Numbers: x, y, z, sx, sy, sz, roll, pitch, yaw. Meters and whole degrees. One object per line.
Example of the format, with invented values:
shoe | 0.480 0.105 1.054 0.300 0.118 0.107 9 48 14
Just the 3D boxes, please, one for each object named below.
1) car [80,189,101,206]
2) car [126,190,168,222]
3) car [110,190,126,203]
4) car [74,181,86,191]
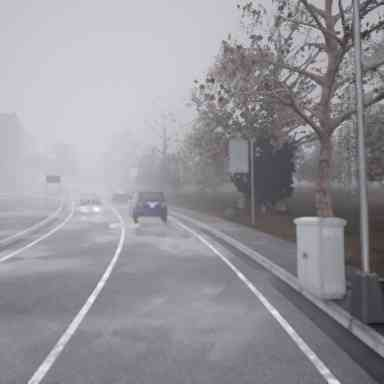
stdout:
car | -10.662 0.720 34.828 1.994 1.385 4.181 1 2 -19
car | -3.109 0.889 23.062 2.150 2.045 5.566 1 1 -14
car | -8.954 0.511 40.892 1.882 1.535 5.008 1 2 -20
car | -24.883 -1.321 73.744 2.150 2.045 5.566 1 2 -20
